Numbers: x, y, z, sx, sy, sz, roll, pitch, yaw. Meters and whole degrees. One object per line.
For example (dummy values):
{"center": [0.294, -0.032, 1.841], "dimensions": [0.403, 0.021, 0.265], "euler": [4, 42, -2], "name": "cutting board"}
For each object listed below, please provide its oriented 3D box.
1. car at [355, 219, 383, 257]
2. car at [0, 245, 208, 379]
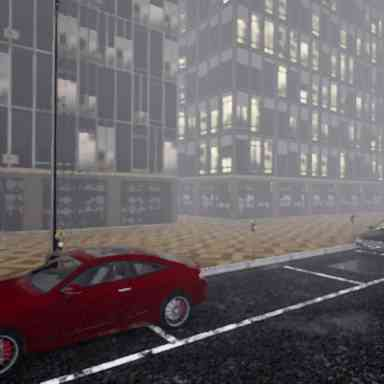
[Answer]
{"center": [7.626, 1.590, 11.996], "dimensions": [4.403, 1.369, 2.008], "euler": [0, 0, -36], "name": "car"}
{"center": [-1.643, 1.587, 5.384], "dimensions": [4.206, 1.307, 1.802], "euler": [0, 0, -35], "name": "car"}
